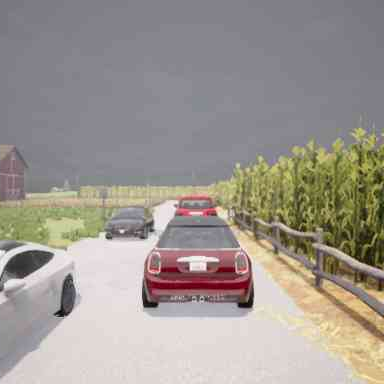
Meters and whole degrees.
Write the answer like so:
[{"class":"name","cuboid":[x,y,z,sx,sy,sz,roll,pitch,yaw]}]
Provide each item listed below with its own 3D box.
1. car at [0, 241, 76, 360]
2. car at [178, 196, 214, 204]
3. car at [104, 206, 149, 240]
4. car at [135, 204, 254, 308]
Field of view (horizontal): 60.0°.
[{"class":"car","cuboid":[-3.167,1.523,4.818,1.812,1.442,4.674,0,0,0]},{"class":"car","cuboid":[0.195,1.213,17.688,2.150,2.045,5.566,0,0,0]},{"class":"car","cuboid":[-3.037,1.497,16.963,1.837,1.490,4.892,0,0,1]},{"class":"car","cuboid":[0.125,1.348,8.059,2.097,1.767,4.553,0,0,0]}]
